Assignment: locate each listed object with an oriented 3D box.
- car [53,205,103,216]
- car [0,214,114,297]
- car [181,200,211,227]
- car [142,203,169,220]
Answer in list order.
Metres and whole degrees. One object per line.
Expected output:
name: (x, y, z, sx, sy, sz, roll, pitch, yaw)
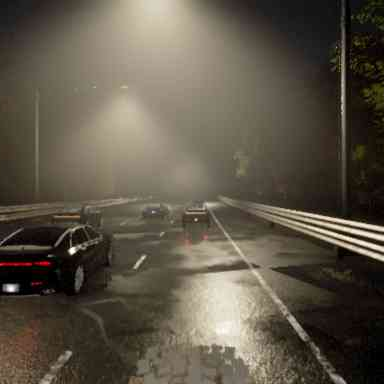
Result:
car: (-6.743, 1.540, 20.089, 2.128, 1.511, 4.902, 0, 0, 0)
car: (-3.366, 1.546, 8.614, 1.837, 1.490, 4.892, 0, 0, 0)
car: (0.285, 1.545, 23.324, 2.128, 1.511, 4.902, 0, 0, 1)
car: (-3.118, 1.629, 29.250, 1.994, 1.385, 4.181, 0, 0, 1)
